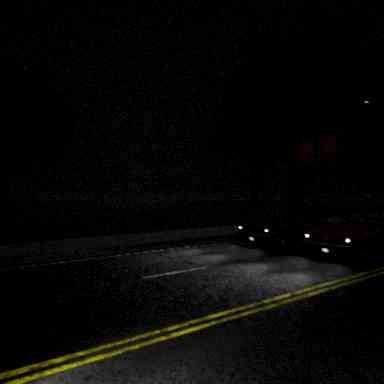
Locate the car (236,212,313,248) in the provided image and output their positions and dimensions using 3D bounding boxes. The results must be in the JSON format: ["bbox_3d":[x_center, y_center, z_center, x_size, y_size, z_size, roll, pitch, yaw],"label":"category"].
[{"bbox_3d":[4.201,1.563,14.661,4.718,1.301,1.895,0,0,-35],"label":"car"}]

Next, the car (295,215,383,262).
[{"bbox_3d":[6.099,1.563,12.022,4.718,1.301,1.895,0,0,-35],"label":"car"}]
